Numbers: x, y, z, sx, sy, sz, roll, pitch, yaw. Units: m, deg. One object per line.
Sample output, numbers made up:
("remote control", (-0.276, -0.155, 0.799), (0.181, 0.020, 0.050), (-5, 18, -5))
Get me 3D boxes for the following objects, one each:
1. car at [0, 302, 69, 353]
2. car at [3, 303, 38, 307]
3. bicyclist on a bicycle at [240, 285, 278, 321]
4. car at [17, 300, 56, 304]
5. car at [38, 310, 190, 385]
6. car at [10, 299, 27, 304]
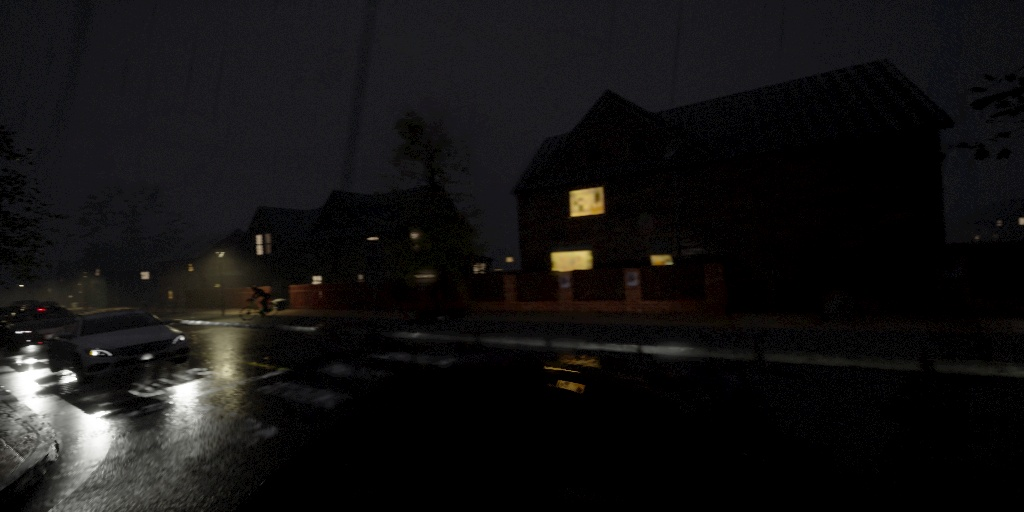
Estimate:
("car", (-19.057, 2.862, 14.510), (4.902, 1.511, 2.128), (-5, -1, 31))
("car", (-29.267, 3.711, 20.554), (4.892, 1.490, 1.837), (-5, -1, 31))
("bicyclist on a bicycle", (-12.143, 2.218, 17.209), (0.582, 1.620, 1.656), (-4, -1, 30))
("car", (-38.473, 4.516, 29.402), (4.892, 1.490, 1.837), (-5, -1, 30))
("car", (-10.339, 2.186, 9.356), (4.674, 1.442, 1.812), (-5, -1, 30))
("car", (-46.978, 5.058, 34.454), (4.553, 1.767, 2.097), (-5, -1, 27))
